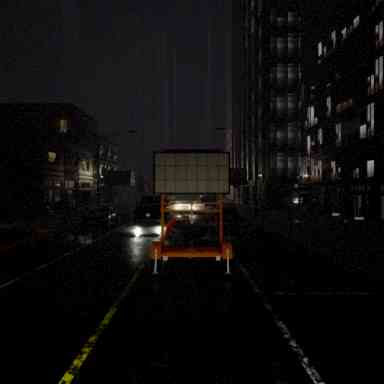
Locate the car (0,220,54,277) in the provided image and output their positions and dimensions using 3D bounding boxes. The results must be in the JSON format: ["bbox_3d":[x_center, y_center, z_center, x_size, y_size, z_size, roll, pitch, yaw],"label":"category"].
[{"bbox_3d":[-5.698,1.526,9.765,1.752,1.417,4.829,0,0,0],"label":"car"}]

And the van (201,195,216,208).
[{"bbox_3d":[2.657,1.356,48.613,1.690,1.788,3.998,0,0,0],"label":"van"}]

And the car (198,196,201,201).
[{"bbox_3d":[2.648,1.555,65.355,1.752,1.417,4.829,0,0,0],"label":"car"}]

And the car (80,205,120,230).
[{"bbox_3d":[-5.705,1.553,20.985,2.008,1.369,4.403,0,0,0],"label":"car"}]

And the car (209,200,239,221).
[{"bbox_3d":[2.672,1.554,26.516,2.008,1.369,4.403,0,0,0],"label":"car"}]

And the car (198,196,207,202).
[{"bbox_3d":[2.639,1.595,81.759,2.008,1.369,4.403,0,0,0],"label":"car"}]

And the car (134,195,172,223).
[{"bbox_3d":[-3.014,1.225,25.547,2.150,2.045,5.566,0,0,0],"label":"car"}]

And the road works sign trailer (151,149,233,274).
[{"bbox_3d":[-0.006,0.465,10.533,2.380,3.560,2.880,0,0,0],"label":"road works sign trailer"}]

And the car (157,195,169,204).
[{"bbox_3d":[-5.732,1.469,65.177,1.967,1.590,4.097,0,0,0],"label":"car"}]

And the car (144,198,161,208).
[{"bbox_3d":[-5.722,1.560,48.605,1.887,1.381,4.507,0,0,0],"label":"car"}]

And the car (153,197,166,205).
[{"bbox_3d":[-5.728,1.590,59.653,1.947,1.339,4.313,0,0,0],"label":"car"}]

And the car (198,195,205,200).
[{"bbox_3d":[2.632,1.581,92.976,1.752,1.417,4.829,0,0,0],"label":"car"}]

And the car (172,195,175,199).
[{"bbox_3d":[-5.741,1.626,81.750,1.802,1.307,4.206,0,0,0],"label":"car"}]

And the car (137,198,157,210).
[{"bbox_3d":[-5.719,1.562,43.081,2.008,1.369,4.403,0,0,0],"label":"car"}]
